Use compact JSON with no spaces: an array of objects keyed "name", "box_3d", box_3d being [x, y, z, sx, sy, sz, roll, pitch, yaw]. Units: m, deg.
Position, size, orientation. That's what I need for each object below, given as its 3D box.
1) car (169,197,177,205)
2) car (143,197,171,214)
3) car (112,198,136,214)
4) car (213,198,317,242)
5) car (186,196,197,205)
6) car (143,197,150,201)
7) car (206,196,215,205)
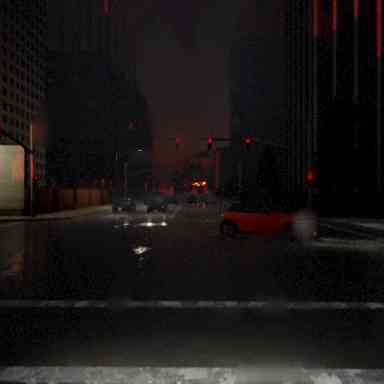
[{"name":"car","box_3d":[-3.623,1.495,57.325,1.994,1.385,4.181,0,0,0]},{"name":"car","box_3d":[-3.662,1.558,35.645,1.895,1.301,4.718,0,0,0]},{"name":"car","box_3d":[-7.161,1.449,35.443,2.128,1.511,4.902,0,0,0]},{"name":"car","box_3d":[3.673,1.308,16.305,4.553,1.767,2.097,0,0,33]},{"name":"car","box_3d":[-0.107,1.477,58.565,2.033,1.411,5.357,0,0,0]},{"name":"car","box_3d":[-7.125,1.532,56.885,1.895,1.301,4.718,0,0,0]},{"name":"car","box_3d":[3.393,1.455,58.571,1.812,1.442,4.674,0,0,0]}]
